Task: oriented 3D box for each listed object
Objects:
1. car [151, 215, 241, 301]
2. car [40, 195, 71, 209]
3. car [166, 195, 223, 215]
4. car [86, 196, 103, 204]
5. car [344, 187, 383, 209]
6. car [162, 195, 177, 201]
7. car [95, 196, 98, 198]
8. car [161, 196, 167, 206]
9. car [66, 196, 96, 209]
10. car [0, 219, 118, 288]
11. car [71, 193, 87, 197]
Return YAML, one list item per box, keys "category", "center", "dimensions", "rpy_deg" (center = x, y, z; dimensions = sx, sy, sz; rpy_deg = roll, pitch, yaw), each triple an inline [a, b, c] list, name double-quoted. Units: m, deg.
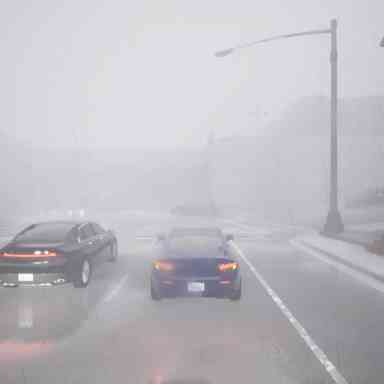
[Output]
- category: "car"
  center: [0.091, 1.526, 8.230]
  dimensions: [1.812, 1.442, 4.674]
  rpy_deg: [0, 0, 0]
- category: "car"
  center: [-18.188, 1.352, 43.941]
  dimensions: [2.097, 1.767, 4.553]
  rpy_deg: [0, 0, -1]
- category: "car"
  center: [0.403, 1.359, 29.843]
  dimensions: [4.553, 1.767, 2.097]
  rpy_deg: [0, 0, 22]
- category: "car"
  center: [-18.587, 1.505, 63.640]
  dimensions: [1.837, 1.490, 4.892]
  rpy_deg: [0, 0, -1]
- category: "car"
  center: [15.513, 0.491, 28.406]
  dimensions: [4.892, 1.490, 1.837]
  rpy_deg: [-9, 0, 0]
- category: "car"
  center: [-5.785, 1.553, 85.284]
  dimensions: [1.994, 1.385, 4.181]
  rpy_deg: [0, 0, 24]
- category: "car"
  center: [-14.909, 1.478, 53.702]
  dimensions: [1.882, 1.535, 5.008]
  rpy_deg: [0, 0, -1]
- category: "car"
  center: [-4.298, 1.526, 56.327]
  dimensions: [1.812, 1.442, 4.674]
  rpy_deg: [0, 0, -1]
- category: "car"
  center: [-14.697, 1.601, 44.306]
  dimensions: [1.895, 1.301, 4.718]
  rpy_deg: [0, 0, -1]
- category: "car"
  center: [-3.399, 1.505, 9.243]
  dimensions: [1.837, 1.490, 4.892]
  rpy_deg: [0, 0, 0]
- category: "car"
  center: [-18.404, 1.221, 53.492]
  dimensions: [2.150, 2.045, 5.566]
  rpy_deg: [0, 0, -1]
